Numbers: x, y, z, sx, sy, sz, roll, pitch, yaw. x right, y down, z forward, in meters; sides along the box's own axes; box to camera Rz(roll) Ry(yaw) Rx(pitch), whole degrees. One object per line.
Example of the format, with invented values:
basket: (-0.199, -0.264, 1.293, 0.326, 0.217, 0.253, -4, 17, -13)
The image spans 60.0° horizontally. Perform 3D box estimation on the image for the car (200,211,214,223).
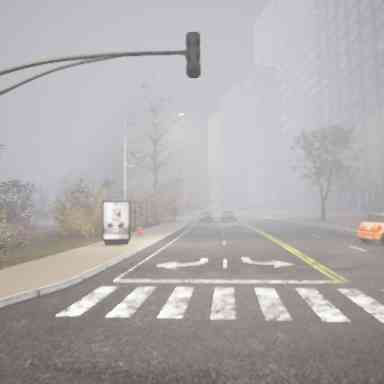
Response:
car: (2.239, 3.603, 49.482, 2.097, 1.767, 4.553, -1, -3, 2)

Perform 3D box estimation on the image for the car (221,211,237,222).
car: (5.486, 3.550, 49.351, 2.097, 1.767, 4.553, -1, -3, 2)

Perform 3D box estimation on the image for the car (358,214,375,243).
car: (11.577, 1.838, 18.132, 4.553, 1.767, 2.097, -3, -3, -7)

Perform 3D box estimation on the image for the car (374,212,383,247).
car: (9.589, 1.710, 13.272, 2.097, 1.767, 4.553, -1, -3, 4)
